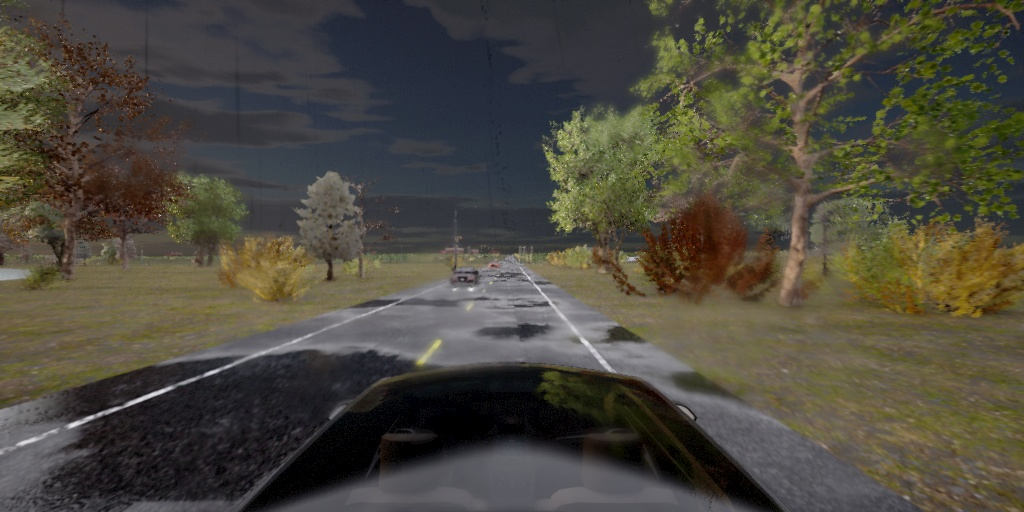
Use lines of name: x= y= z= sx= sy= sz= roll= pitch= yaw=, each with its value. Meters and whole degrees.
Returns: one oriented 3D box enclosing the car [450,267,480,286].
car: x=-3.583 y=1.535 z=28.083 sx=1.994 sy=1.385 sz=4.181 roll=0 pitch=0 yaw=0
